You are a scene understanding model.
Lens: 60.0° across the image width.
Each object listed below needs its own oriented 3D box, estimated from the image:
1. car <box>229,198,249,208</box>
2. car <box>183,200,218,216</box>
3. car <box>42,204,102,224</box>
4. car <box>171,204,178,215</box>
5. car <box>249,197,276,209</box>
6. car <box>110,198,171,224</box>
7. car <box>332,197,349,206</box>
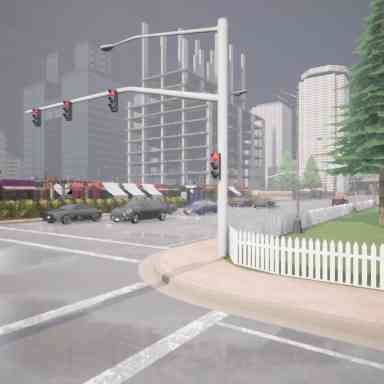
[{"bbox_3d":[7.251,1.547,48.058,2.033,1.411,5.357,0,0,34],"label":"car"},{"bbox_3d":[1.019,1.526,32.621,1.812,1.442,4.674,0,0,34],"label":"car"},{"bbox_3d":[-8.721,1.564,24.479,1.994,1.385,4.181,0,0,34],"label":"car"},{"bbox_3d":[-3.546,1.547,32.139,2.033,1.411,5.357,0,0,34],"label":"car"},{"bbox_3d":[10.085,1.507,46.000,1.837,1.490,4.892,0,-1,34],"label":"car"},{"bbox_3d":[-4.008,1.352,25.202,2.097,1.767,4.553,0,0,34],"label":"car"},{"bbox_3d":[23.959,1.478,53.738,1.882,1.535,5.008,0,0,34],"label":"car"}]
